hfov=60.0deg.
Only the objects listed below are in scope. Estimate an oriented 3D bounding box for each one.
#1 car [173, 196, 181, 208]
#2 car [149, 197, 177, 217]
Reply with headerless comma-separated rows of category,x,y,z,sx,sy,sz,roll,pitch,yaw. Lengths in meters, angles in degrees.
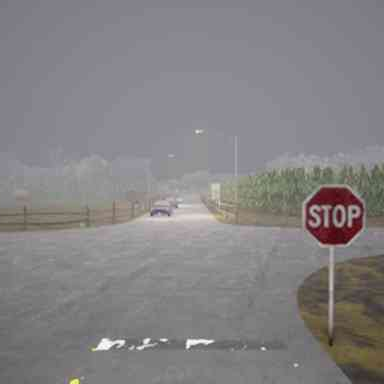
car,-2.746,1.418,42.744,1.812,1.442,4.674,0,0,1
car,-2.782,1.487,31.208,2.033,1.411,5.357,0,0,0
